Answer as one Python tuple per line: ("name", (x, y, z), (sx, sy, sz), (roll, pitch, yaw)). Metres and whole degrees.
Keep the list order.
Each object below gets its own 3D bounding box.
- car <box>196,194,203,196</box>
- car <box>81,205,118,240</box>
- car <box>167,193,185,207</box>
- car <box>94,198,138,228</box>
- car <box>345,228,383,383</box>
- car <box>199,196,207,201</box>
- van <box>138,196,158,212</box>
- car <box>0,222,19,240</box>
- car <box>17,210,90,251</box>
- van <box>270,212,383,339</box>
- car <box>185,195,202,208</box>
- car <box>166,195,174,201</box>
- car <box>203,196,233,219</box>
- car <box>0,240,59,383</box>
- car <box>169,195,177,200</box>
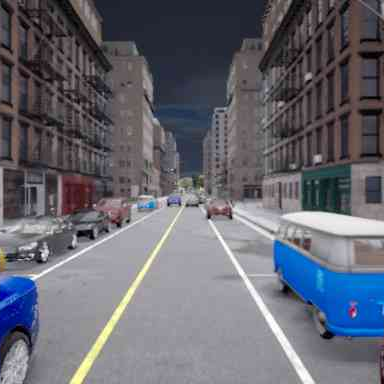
("car", (3.044, 1.564, 59.913), (4.181, 1.385, 1.994), (0, 0, -25))
("car", (-5.387, 1.568, 17.111), (1.947, 1.339, 4.313), (0, 0, 0))
("car", (-2.724, 1.230, 52.399), (2.150, 2.045, 5.566), (0, 0, 0))
("car", (-5.382, 1.318, 22.517), (2.192, 1.841, 5.009), (0, 0, 0))
("car", (2.685, 1.315, 0.889), (2.192, 1.841, 5.009), (0, 0, 0))
("car", (2.684, 1.592, 82.102), (1.802, 1.307, 4.206), (0, 0, 0))
("van", (-5.369, 1.346, 38.736), (1.690, 1.788, 3.998), (0, 0, 0))
("car", (-5.396, 1.526, 6.129), (1.752, 1.417, 4.829), (0, 0, 0))
("car", (-5.391, 1.552, 11.704), (2.008, 1.369, 4.403), (0, 0, 0))
("van", (2.683, 1.342, 6.295), (1.690, 1.788, 3.998), (0, 0, 0))
("car", (0.030, 1.570, 48.941), (1.994, 1.385, 4.181), (0, 0, 0))
("car", (-5.341, 1.536, 81.935), (1.752, 1.417, 4.829), (0, 0, 0))
("car", (2.279, 1.356, 28.778), (2.097, 1.767, 4.553), (0, 0, 0))
("car", (-2.847, 1.478, 2.160), (1.882, 1.535, 5.008), (0, 0, 0))
("car", (-5.334, 1.576, 93.467), (1.947, 1.339, 4.313), (0, 0, 0))
